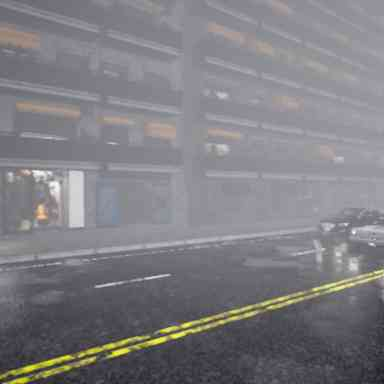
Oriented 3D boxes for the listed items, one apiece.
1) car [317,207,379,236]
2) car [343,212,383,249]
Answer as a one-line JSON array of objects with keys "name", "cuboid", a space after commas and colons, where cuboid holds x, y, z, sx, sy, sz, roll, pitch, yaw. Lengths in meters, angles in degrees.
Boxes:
[{"name": "car", "cuboid": [8.685, 1.574, 17.873, 4.902, 1.511, 2.128, 0, 0, -36]}, {"name": "car", "cuboid": [8.555, 1.671, 13.783, 4.718, 1.301, 1.895, 0, 0, -36]}]
